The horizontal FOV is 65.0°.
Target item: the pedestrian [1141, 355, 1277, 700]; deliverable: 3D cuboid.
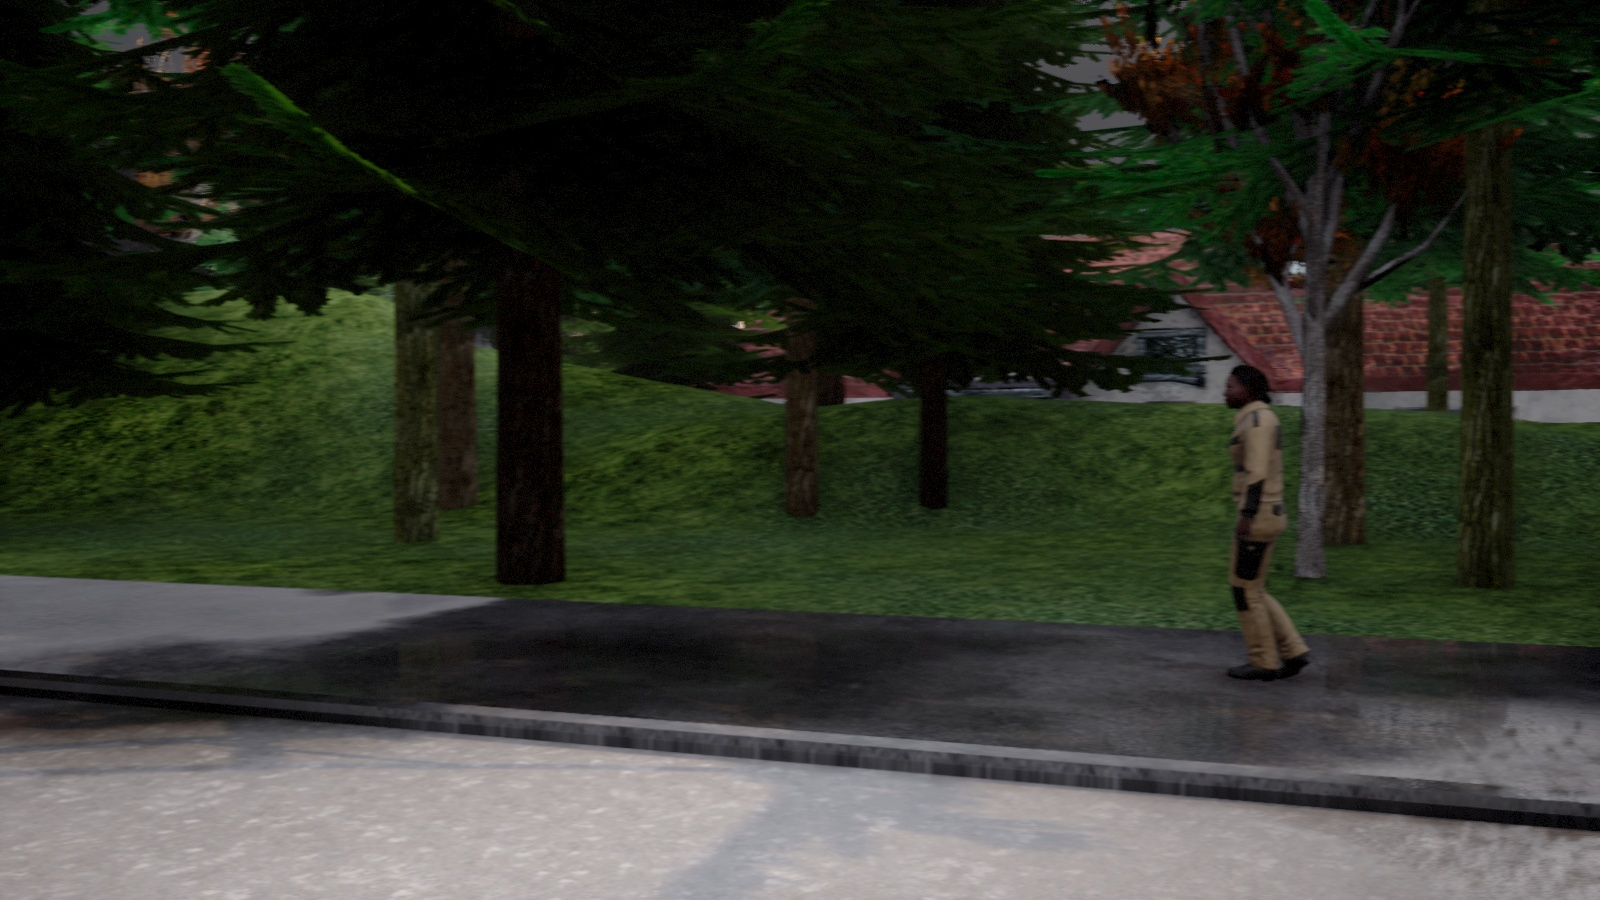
[{"bbox_3d":[2.393,0.428,7.343,0.692,1.930,0.396,1,1,25],"label":"pedestrian"}]
